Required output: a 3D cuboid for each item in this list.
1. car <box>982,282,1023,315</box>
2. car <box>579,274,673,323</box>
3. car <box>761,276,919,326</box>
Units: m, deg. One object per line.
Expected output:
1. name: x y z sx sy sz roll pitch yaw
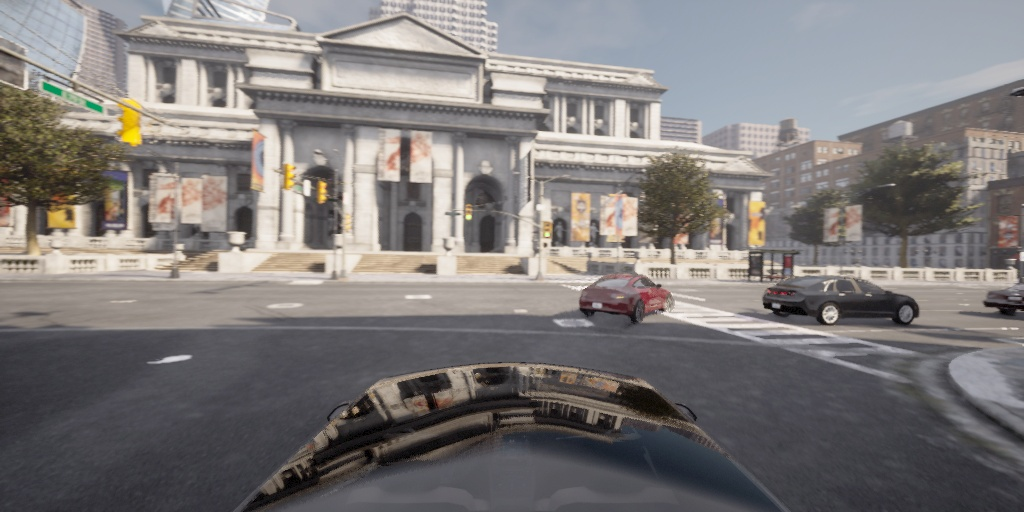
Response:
1. car: 21.275 1.672 13.803 5.357 1.411 2.033 1 0 -9
2. car: 4.048 1.343 12.507 1.812 1.442 4.674 0 -1 40
3. car: 11.127 1.449 12.231 4.892 1.490 1.837 1 0 -9
